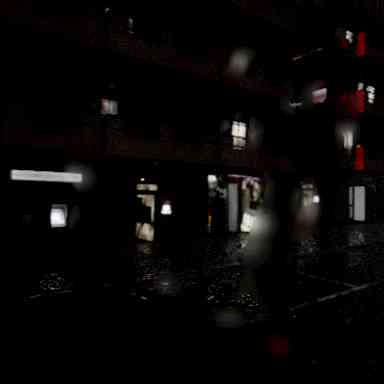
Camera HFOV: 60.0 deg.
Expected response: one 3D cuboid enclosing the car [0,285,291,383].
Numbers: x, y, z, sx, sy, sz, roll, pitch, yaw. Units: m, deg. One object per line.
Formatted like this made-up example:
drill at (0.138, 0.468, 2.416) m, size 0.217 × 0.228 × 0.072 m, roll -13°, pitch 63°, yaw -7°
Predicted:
car at (-1.133, 1.567, 2.570) m, size 4.181 × 1.385 × 1.994 m, roll 0°, pitch 0°, yaw -36°
